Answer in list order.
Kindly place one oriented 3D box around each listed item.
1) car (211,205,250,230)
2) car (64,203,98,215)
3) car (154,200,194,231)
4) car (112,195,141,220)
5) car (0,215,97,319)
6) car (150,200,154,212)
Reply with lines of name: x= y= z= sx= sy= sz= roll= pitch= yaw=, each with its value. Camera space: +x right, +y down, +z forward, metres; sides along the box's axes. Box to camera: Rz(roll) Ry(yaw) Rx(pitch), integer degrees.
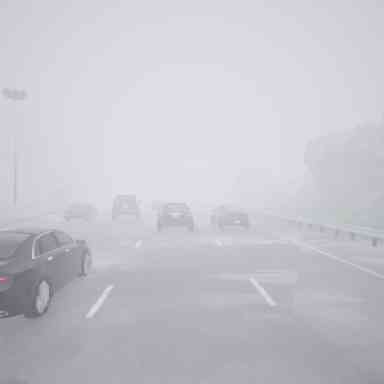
car: x=2.363 y=1.522 z=21.165 sx=1.812 sy=1.442 sz=4.674 roll=0 pitch=0 yaw=-6
car: x=-8.833 y=1.566 z=26.615 sx=2.033 sy=1.411 sz=5.357 roll=0 pitch=0 yaw=-8
car: x=-1.116 y=1.355 z=20.660 sx=2.097 sy=1.767 sz=4.553 roll=0 pitch=0 yaw=-5
car: x=-5.595 y=1.234 z=28.575 sx=2.150 sy=2.045 sz=5.566 roll=0 pitch=0 yaw=-8
car: x=-3.651 y=1.513 z=7.353 sx=1.837 sy=1.490 sz=4.892 roll=0 pitch=0 yaw=-2
car: x=-3.985 y=1.611 z=39.891 sx=1.895 sy=1.301 sz=4.718 roll=0 pitch=0 yaw=-11
